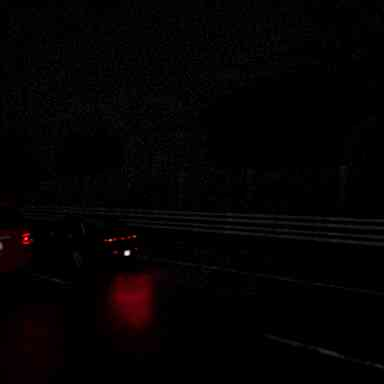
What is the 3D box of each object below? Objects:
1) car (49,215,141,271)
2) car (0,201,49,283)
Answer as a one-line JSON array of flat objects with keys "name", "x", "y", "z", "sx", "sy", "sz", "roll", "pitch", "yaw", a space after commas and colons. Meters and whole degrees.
[{"name": "car", "x": -3.847, "y": 1.522, "z": 11.065, "sx": 4.892, "sy": 1.490, "sz": 1.837, "roll": 0, "pitch": 0, "yaw": 36}, {"name": "car", "x": -6.279, "y": 1.241, "z": 8.502, "sx": 5.566, "sy": 2.045, "sz": 2.150, "roll": 0, "pitch": 0, "yaw": 36}]
